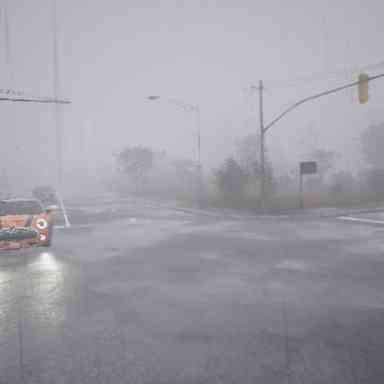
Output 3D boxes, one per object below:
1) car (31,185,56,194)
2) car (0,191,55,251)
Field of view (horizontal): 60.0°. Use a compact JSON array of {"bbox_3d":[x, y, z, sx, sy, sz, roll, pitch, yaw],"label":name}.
[{"bbox_3d":[-16.375,0.290,36.851,2.150,2.045,5.566,-3,3,-22],"label":"car"},{"bbox_3d":[-6.494,1.055,12.627,2.097,1.767,4.553,-3,2,-22],"label":"car"}]
